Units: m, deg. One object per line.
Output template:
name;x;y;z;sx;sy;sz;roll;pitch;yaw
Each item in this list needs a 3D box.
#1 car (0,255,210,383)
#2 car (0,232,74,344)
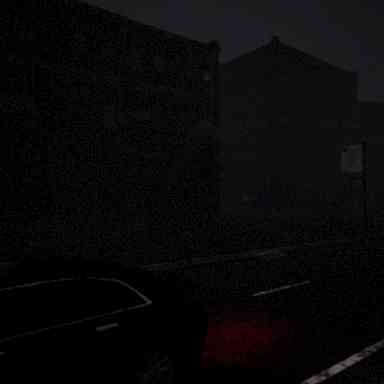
car;-2.063;1.509;3.344;4.892;1.490;1.837;1;0;-36
car;-4.754;1.541;4.850;5.357;1.411;2.033;1;0;-35
